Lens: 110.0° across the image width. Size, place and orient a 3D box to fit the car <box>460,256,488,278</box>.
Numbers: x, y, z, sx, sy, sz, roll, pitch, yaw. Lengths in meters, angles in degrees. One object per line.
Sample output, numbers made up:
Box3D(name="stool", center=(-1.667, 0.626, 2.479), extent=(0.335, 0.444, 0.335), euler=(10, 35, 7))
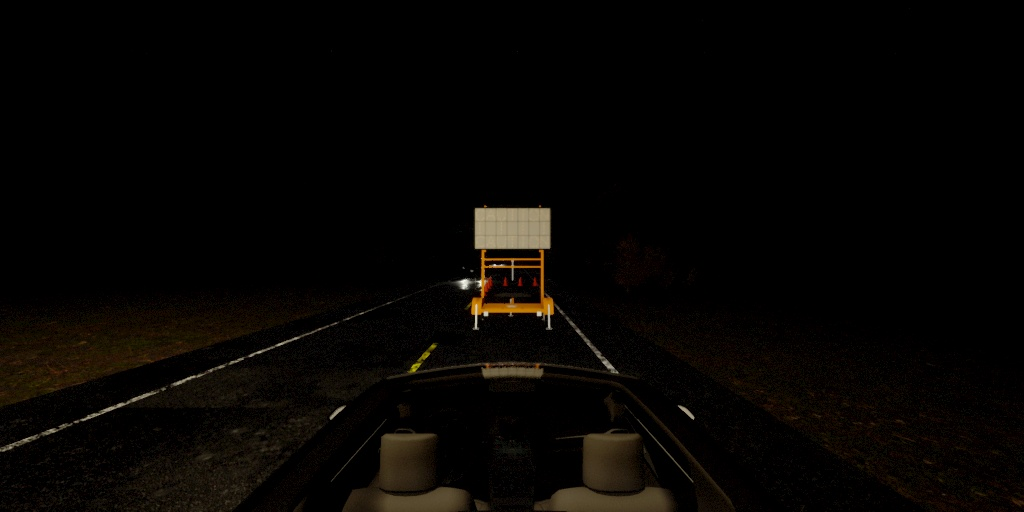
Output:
Box3D(name="car", center=(-3.534, 0.983, 34.347), extent=(2.150, 2.045, 5.566), euler=(0, 0, 0))

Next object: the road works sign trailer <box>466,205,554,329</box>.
Box3D(name="road works sign trailer", center=(0.019, 0.215, 11.173), extent=(2.380, 3.560, 2.880), euler=(0, 0, 0))
